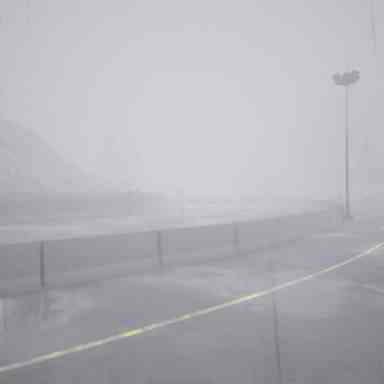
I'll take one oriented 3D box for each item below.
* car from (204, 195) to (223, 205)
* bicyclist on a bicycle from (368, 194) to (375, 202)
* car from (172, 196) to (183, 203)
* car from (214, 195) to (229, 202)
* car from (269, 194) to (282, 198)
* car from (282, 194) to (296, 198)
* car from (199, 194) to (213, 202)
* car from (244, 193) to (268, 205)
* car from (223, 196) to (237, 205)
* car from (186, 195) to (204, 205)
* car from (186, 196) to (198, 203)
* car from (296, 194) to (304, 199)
[{"bbox_3d":[3.626,1.605,61.375,1.837,1.490,4.892,0,0,-12],"label":"car"},{"bbox_3d":[36.412,1.192,67.068,1.656,1.620,0.582,21,-4,-12],"label":"bicyclist on a bicycle"},{"bbox_3d":[-3.400,1.660,75.979,1.837,1.490,4.892,0,0,-14],"label":"car"},{"bbox_3d":[6.846,1.560,78.281,1.882,1.535,5.008,0,0,-14],"label":"car"},{"bbox_3d":[19.967,1.281,83.579,1.882,1.535,5.008,0,0,-14],"label":"car"},{"bbox_3d":[23.370,1.317,84.400,2.033,1.411,5.357,0,0,-14],"label":"car"},{"bbox_3d":[3.263,1.466,78.205,2.097,1.767,4.553,0,0,-14],"label":"car"},{"bbox_3d":[11.132,1.264,59.884,2.150,2.045,5.566,0,0,-10],"label":"car"},{"bbox_3d":[6.902,1.602,62.871,1.812,1.442,4.674,0,0,-12],"label":"car"},{"bbox_3d":[0.208,1.630,60.595,1.837,1.490,4.892,0,0,-12],"label":"car"},{"bbox_3d":[0.008,1.659,76.776,1.812,1.442,4.674,0,0,-14],"label":"car"},{"bbox_3d":[26.772,1.305,85.222,1.994,1.385,4.181,0,0,-14],"label":"car"}]
